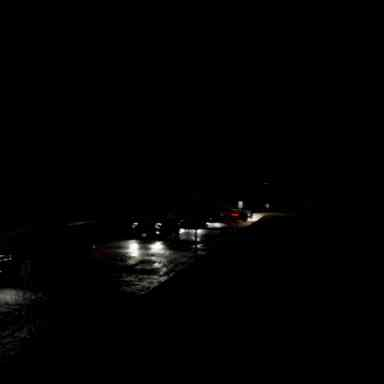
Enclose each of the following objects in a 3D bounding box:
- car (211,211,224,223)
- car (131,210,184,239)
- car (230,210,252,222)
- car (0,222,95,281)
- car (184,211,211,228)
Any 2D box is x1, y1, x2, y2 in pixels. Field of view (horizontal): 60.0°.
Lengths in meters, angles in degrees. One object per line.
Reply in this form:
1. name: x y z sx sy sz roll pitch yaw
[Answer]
1. car: 2.809 3.101 41.938 1.994 1.385 4.181 0 -2 15
2. car: -2.343 2.129 22.408 2.097 1.767 4.553 0 -2 15
3. car: 6.181 3.116 43.534 2.128 1.511 4.902 0 -2 15
4. car: -5.249 1.820 11.313 1.882 1.535 5.008 0 -2 15
5. car: 0.232 2.685 32.231 1.812 1.442 4.674 0 -2 15
